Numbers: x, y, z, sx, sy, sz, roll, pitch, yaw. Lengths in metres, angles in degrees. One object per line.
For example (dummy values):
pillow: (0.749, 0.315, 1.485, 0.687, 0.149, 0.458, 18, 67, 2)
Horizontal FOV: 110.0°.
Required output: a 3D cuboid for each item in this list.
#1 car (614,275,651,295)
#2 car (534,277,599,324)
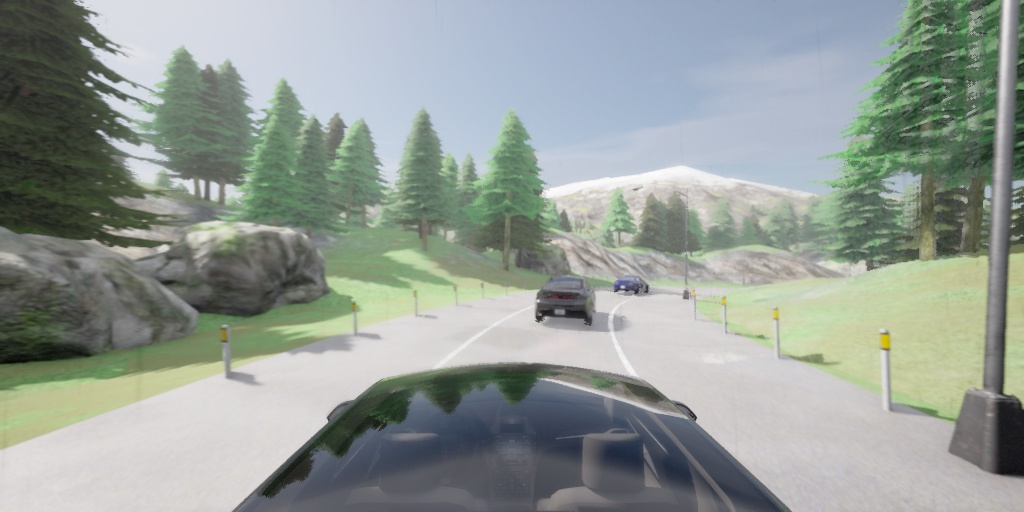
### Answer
car: (9.649, 2.293, 28.886, 1.812, 1.442, 4.674, 1, -2, 34)
car: (2.067, 1.484, 13.100, 1.837, 1.490, 4.892, 0, -1, 15)
